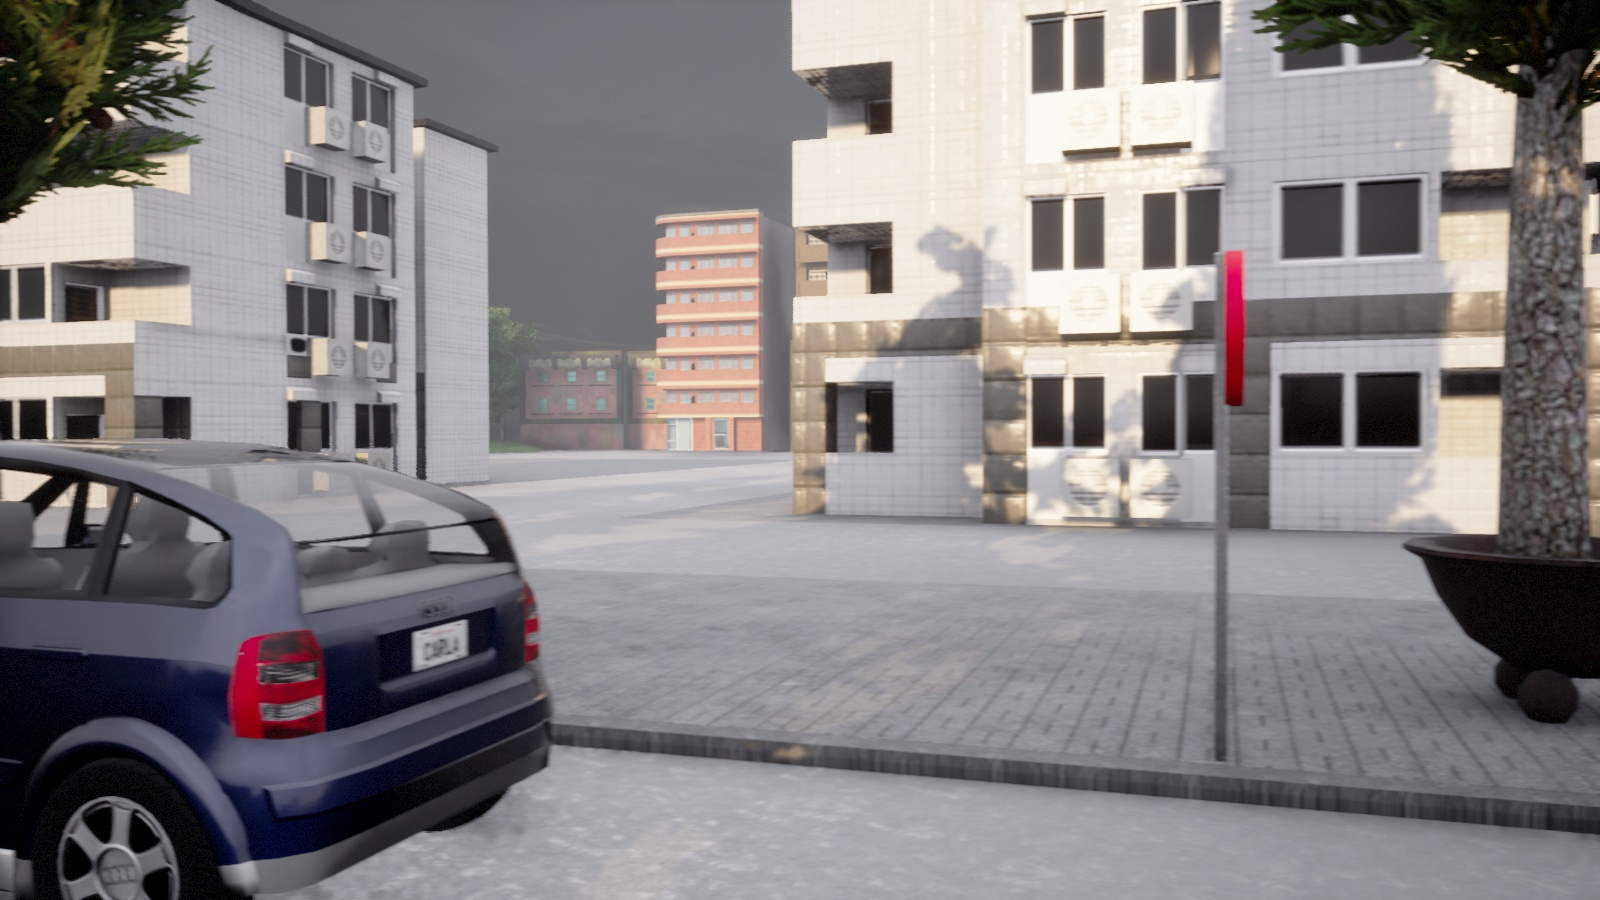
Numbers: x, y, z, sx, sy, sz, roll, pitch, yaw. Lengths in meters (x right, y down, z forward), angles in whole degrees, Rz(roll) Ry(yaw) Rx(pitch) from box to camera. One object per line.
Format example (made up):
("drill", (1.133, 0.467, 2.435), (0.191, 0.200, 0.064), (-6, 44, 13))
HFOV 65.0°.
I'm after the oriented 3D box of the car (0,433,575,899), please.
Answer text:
("car", (-2.930, 0.719, 4.708), (3.705, 1.549, 1.789), (1, 1, 19))
